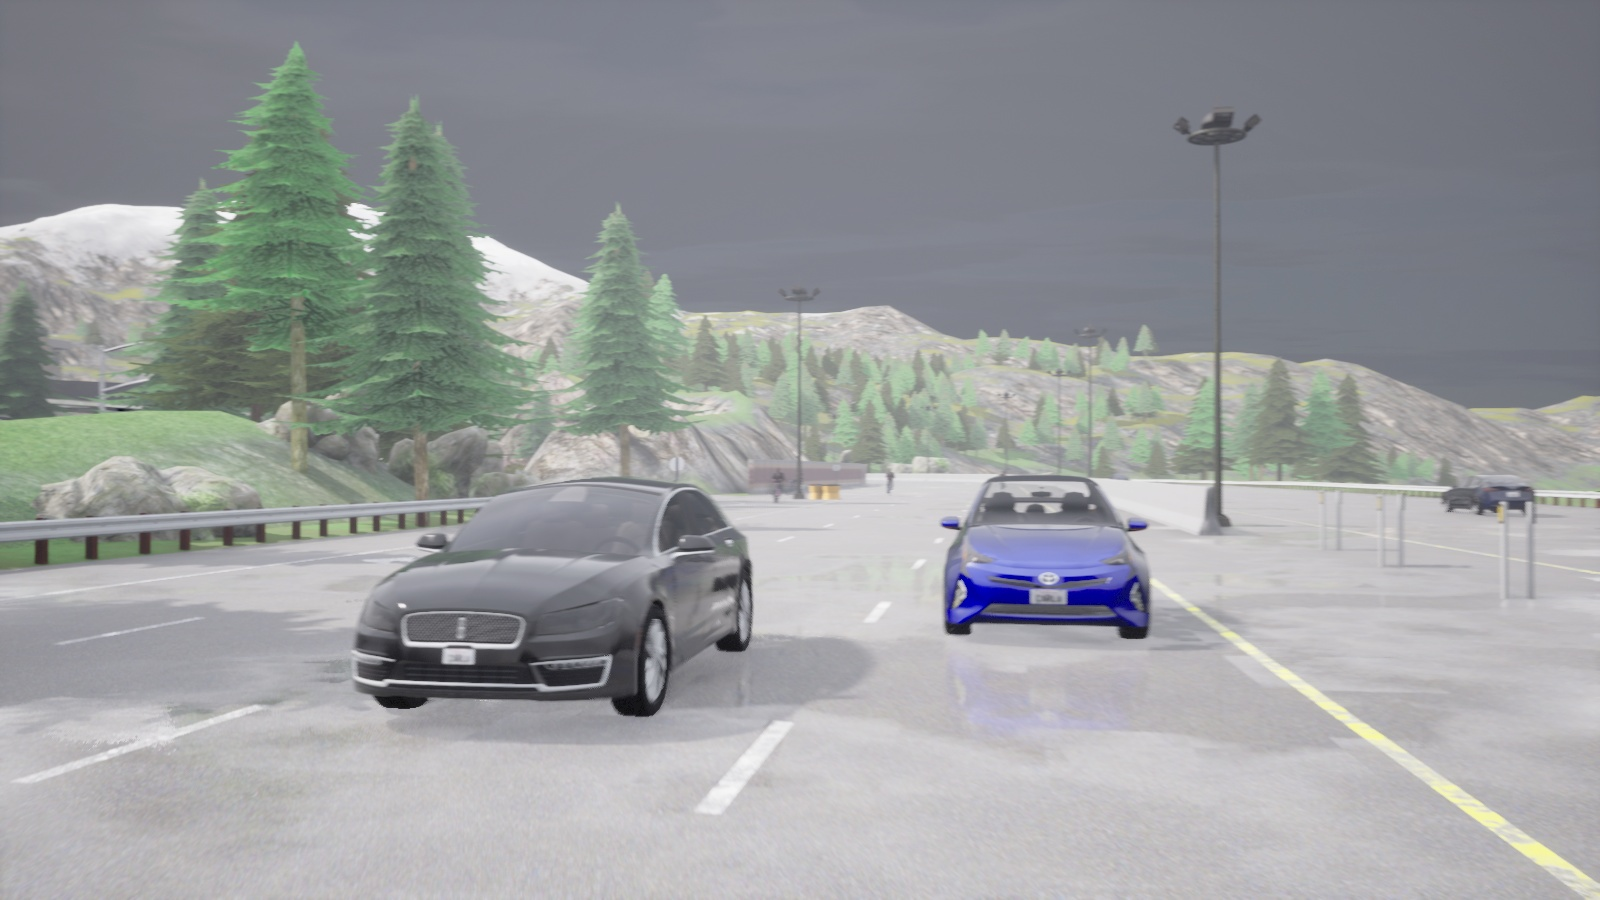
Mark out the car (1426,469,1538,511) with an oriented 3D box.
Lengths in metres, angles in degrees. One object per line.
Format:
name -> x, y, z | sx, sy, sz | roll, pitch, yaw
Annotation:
car -> 25.374, 1.447, 46.933 | 2.163, 1.488, 4.792 | 0, -1, 9

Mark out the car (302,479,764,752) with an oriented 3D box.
car -> -1.625, 0.991, 9.606 | 1.837, 1.490, 4.892 | 0, -1, 9

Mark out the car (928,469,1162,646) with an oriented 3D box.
car -> 2.475, 0.968, 13.233 | 2.007, 1.525, 4.514 | 0, -1, 9
